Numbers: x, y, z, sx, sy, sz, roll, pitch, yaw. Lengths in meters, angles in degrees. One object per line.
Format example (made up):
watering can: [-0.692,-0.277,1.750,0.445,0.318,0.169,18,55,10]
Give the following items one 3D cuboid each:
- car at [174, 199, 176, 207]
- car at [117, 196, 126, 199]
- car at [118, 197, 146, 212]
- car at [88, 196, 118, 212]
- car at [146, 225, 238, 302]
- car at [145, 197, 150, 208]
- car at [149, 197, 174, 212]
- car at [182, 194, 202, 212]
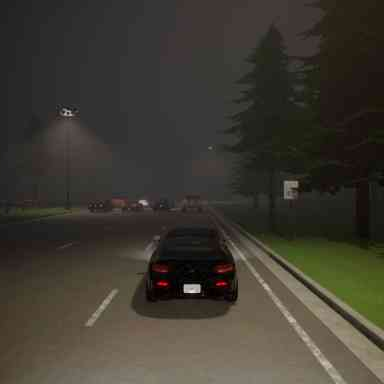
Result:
car: [-3.491,1.478,49.157,1.882,1.535,5.008,0,0,0]
car: [-10.491,1.352,49.129,2.097,1.767,4.553,0,0,0]
car: [-6.993,1.601,39.185,1.895,1.301,4.718,0,0,0]
car: [-10.493,1.547,38.739,2.033,1.411,5.357,0,0,0]
car: [0.002,1.526,8.124,1.812,1.442,4.674,0,0,0]
car: [-6.991,1.526,49.158,1.812,1.442,4.674,0,0,0]
car: [-3.493,1.564,39.154,1.994,1.385,4.181,0,0,0]
car: [0.007,1.221,38.767,2.150,2.045,5.566,0,0,0]
